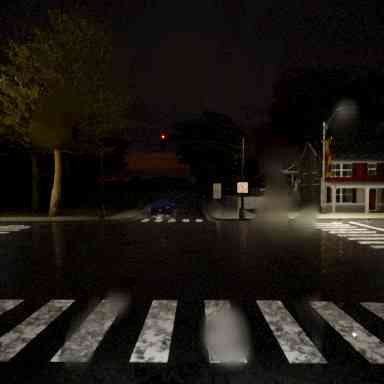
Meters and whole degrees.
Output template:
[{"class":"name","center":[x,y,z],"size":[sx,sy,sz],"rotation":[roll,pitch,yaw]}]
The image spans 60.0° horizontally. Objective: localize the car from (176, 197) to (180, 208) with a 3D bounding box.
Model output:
[{"class":"car","center":[-2.933,1.460,44.119],"size":[1.837,1.490,4.892],"rotation":[0,0,0]}]

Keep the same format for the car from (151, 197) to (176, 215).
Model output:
[{"class":"car","center":[-2.973,1.447,33.816],"size":[1.882,1.535,5.008],"rotation":[0,0,0]}]

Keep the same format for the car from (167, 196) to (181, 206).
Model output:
[{"class":"car","center":[-2.889,1.484,54.747],"size":[2.033,1.411,5.357],"rotation":[0,0,0]}]
